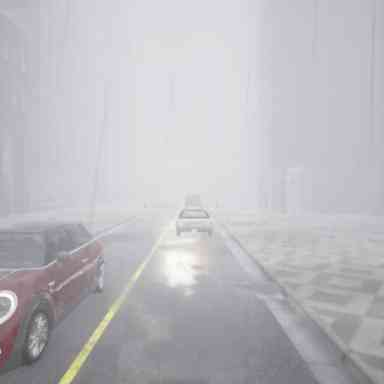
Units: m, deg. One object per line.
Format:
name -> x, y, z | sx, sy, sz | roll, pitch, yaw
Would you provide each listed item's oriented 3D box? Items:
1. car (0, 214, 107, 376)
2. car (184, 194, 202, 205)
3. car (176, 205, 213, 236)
car -> -3.025, 1.351, 5.773 | 2.097, 1.767, 4.553 | 0, 0, 0
car -> 0.137, 1.232, 43.981 | 2.150, 2.045, 5.566 | 0, 0, 0
car -> 0.114, 1.605, 18.601 | 1.895, 1.301, 4.718 | 0, 0, 0
